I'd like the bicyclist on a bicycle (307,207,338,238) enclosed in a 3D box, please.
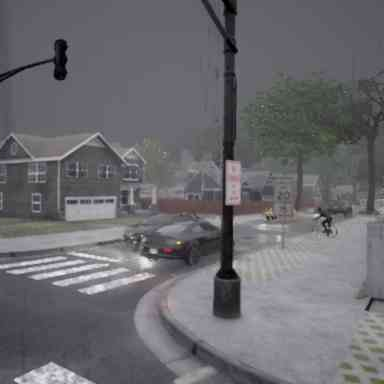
[{"bbox_3d":[7.189,1.688,18.402,1.656,1.620,0.582,0,-1,33],"label":"bicyclist on a bicycle"}]

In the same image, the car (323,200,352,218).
[{"bbox_3d":[17.968,1.969,40.458,2.150,2.045,5.566,1,-1,33],"label":"car"}]

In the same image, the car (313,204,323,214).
[{"bbox_3d":[18.244,2.402,46.031,1.994,1.385,4.181,1,-1,33],"label":"car"}]

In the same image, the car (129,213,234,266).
[{"bbox_3d":[-0.028,1.742,12.522,1.812,1.442,4.674,0,-1,31],"label":"car"}]

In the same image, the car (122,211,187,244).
[{"bbox_3d":[-1.234,1.722,16.193,1.837,1.490,4.892,1,0,34],"label":"car"}]

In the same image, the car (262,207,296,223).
[{"bbox_3d":[8.070,1.974,30.514,1.882,1.535,5.008,1,0,33],"label":"car"}]
